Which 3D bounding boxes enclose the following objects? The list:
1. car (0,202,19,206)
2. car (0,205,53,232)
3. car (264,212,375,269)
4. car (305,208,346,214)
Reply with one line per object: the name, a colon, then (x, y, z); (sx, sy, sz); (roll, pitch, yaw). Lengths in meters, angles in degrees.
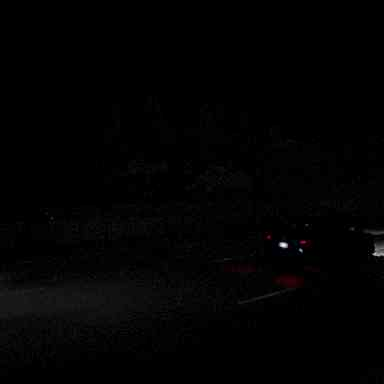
car: (-11.840, 1.587, 21.372); (4.892, 1.490, 1.837); (0, 0, -36)
car: (-9.936, 1.634, 18.426); (4.181, 1.385, 1.994); (0, 0, -36)
car: (4.415, 1.601, 11.360); (4.181, 1.385, 1.994); (0, 0, -36)
car: (7.398, 1.594, 17.902); (4.674, 1.442, 1.812); (0, 0, -36)
